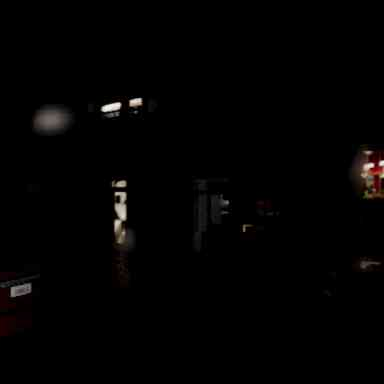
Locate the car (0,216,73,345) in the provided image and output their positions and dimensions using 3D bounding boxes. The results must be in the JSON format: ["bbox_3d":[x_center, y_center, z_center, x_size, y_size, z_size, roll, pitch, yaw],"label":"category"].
[{"bbox_3d":[-4.114,1.340,5.626,5.009,1.841,2.192,0,1,36],"label":"car"}]
